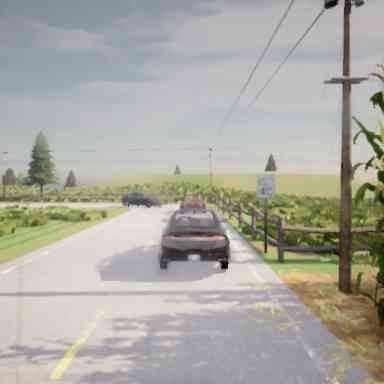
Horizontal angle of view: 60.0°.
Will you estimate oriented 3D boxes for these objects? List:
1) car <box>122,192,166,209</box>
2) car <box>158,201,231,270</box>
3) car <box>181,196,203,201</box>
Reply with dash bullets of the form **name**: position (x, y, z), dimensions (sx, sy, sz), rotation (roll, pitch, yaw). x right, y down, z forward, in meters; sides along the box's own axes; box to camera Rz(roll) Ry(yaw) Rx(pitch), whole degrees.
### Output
- **car**: position (-4.726, 0.776, 32.538), dimensions (4.892, 1.490, 1.837), rotation (1, -2, 35)
- **car**: position (0.068, 1.261, 10.175), dimensions (2.128, 1.511, 4.902), rotation (0, 1, 0)
- **car**: position (0.042, 0.986, 27.405), dimensions (1.895, 1.301, 4.718), rotation (0, 1, 0)
